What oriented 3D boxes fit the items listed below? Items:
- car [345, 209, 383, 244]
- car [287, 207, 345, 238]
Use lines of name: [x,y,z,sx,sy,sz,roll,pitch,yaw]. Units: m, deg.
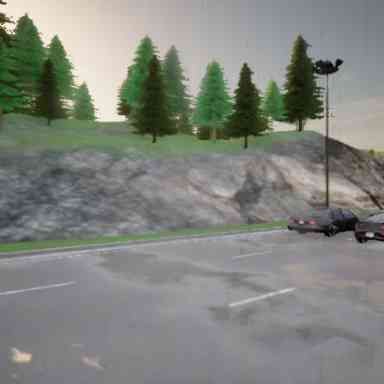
car: [8.823,1.500,14.337,4.674,1.442,1.812,0,0,-36]
car: [7.350,1.521,17.587,5.357,1.411,2.033,0,0,-36]
